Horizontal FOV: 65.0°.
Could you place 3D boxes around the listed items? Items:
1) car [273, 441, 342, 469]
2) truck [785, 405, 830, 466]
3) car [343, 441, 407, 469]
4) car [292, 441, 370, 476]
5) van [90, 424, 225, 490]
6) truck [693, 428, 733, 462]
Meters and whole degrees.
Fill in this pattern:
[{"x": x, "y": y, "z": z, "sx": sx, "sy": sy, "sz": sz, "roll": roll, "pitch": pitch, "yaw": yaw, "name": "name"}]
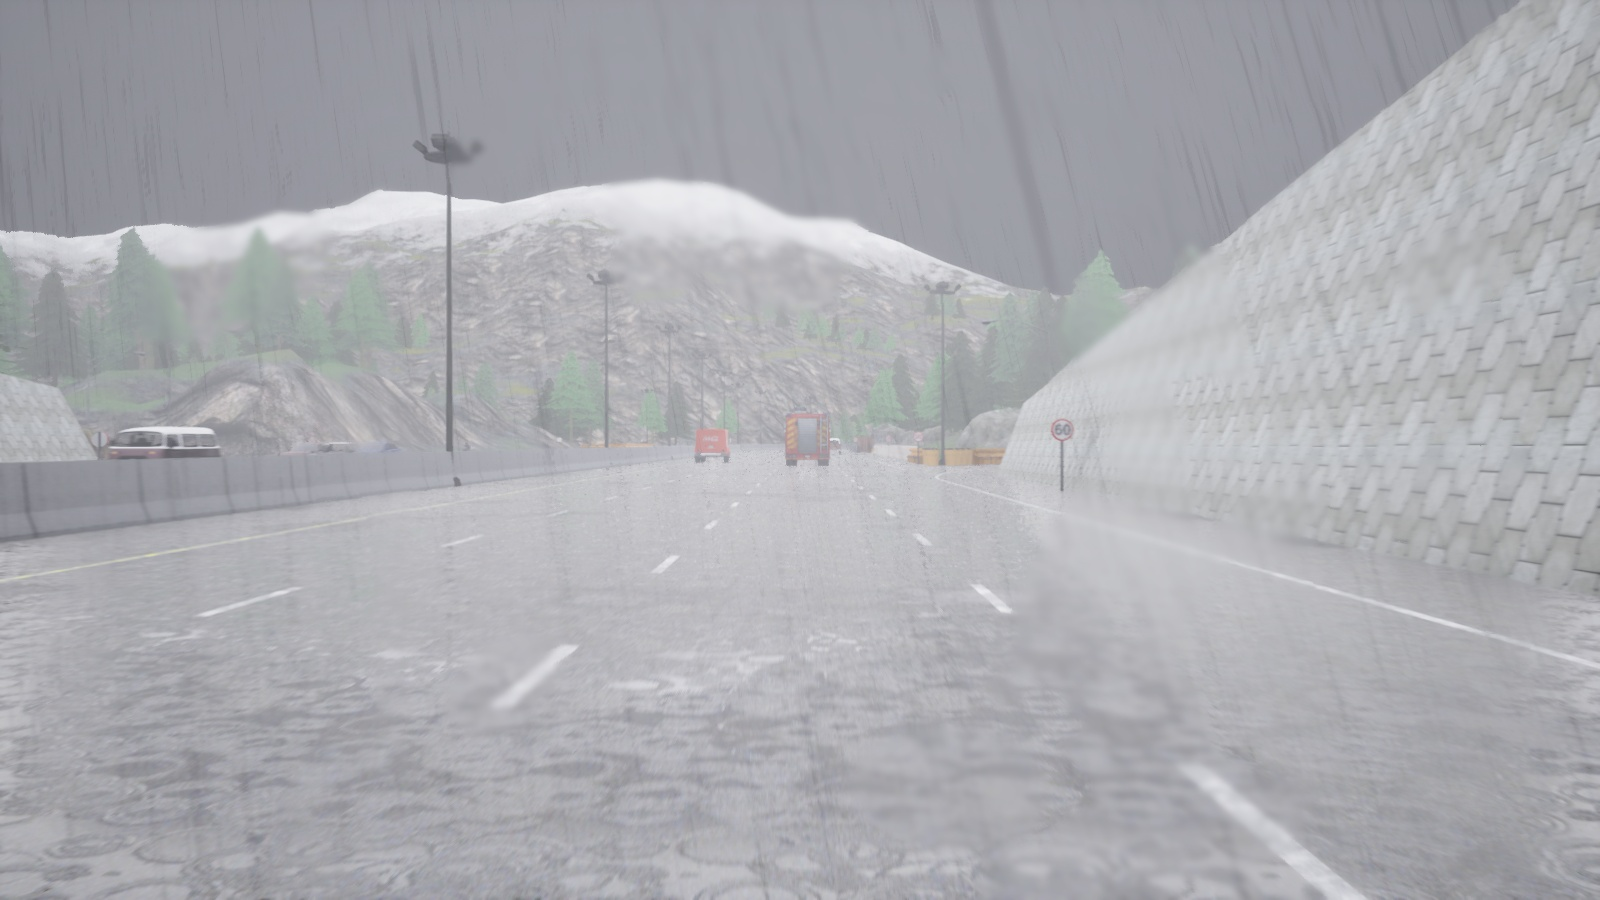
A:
[{"x": -27.585, "y": 0.267, "z": 70.446, "sx": 1.882, "sy": 1.535, "sz": 5.008, "roll": 0, "pitch": 0, "yaw": 0, "name": "car"}, {"x": 0.492, "y": -0.935, "z": 83.782, "sx": 2.891, "sy": 3.827, "sz": 8.468, "roll": 0, "pitch": 0, "yaw": 0, "name": "truck"}, {"x": -24.080, "y": 0.265, "z": 71.313, "sx": 1.882, "sy": 1.535, "sz": 5.008, "roll": 0, "pitch": 0, "yaw": 0, "name": "car"}, {"x": -20.670, "y": 0.353, "z": 55.493, "sx": 1.970, "sy": 1.475, "sz": 3.806, "roll": 0, "pitch": 0, "yaw": 0, "name": "car"}, {"x": -20.753, "y": 0.204, "z": 40.813, "sx": 2.069, "sy": 2.038, "sz": 4.480, "roll": 0, "pitch": 0, "yaw": 0, "name": "van"}, {"x": -6.453, "y": -0.332, "z": 93.584, "sx": 2.627, "sy": 2.467, "sz": 5.204, "roll": 0, "pitch": 0, "yaw": 0, "name": "truck"}]
